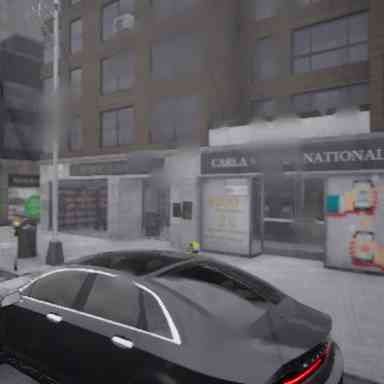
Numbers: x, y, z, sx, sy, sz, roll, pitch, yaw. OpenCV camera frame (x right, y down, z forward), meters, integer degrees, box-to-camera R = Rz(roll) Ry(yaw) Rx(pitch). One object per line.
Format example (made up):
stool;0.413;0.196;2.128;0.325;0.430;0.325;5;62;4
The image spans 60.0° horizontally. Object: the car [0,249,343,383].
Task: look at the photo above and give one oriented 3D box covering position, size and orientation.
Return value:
car;-0.853;1.476;4.043;4.892;1.490;1.837;1;0;36
